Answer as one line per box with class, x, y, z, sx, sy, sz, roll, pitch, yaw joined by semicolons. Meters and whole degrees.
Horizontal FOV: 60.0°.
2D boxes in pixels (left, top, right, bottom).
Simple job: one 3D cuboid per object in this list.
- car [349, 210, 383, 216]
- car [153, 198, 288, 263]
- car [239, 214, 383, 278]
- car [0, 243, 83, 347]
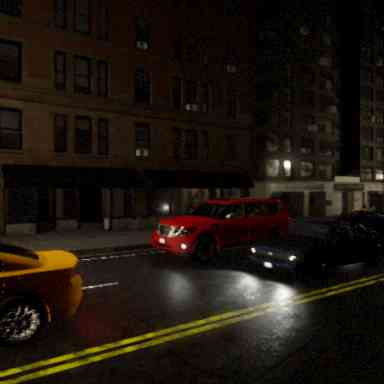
car;9.215;1.695;17.843;4.181;1.385;1.994;1;0;-35
car;1.310;1.262;12.436;5.566;2.045;2.150;1;0;-34
car;4.266;1.612;10.523;5.357;1.411;2.033;1;0;-34
car;-4.181;1.445;4.741;5.008;1.535;1.882;1;0;-35
